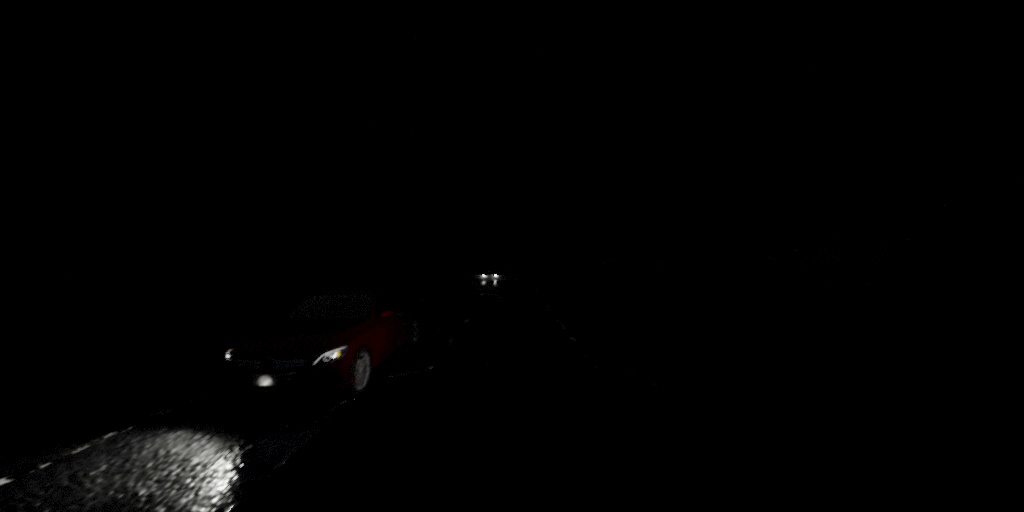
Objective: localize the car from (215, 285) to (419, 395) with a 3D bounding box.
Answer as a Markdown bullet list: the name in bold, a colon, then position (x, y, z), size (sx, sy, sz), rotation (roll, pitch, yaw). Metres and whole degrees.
- **car**: position (-3.093, 1.320, 6.828), size (1.812, 1.442, 4.674), rotation (0, -1, 0)

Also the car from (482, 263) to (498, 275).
- **car**: position (-2.918, 1.733, 48.425), size (1.837, 1.490, 4.892), rotation (0, -1, 1)
